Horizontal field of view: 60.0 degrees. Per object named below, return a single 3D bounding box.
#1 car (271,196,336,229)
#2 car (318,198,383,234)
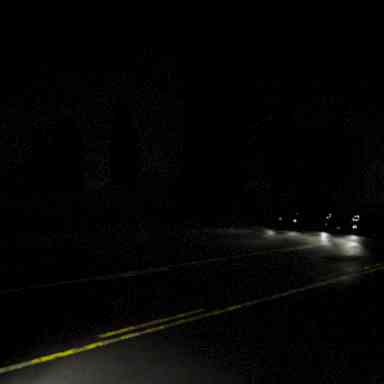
[{"bbox_3d":[7.739,1.299,22.290,5.566,2.045,2.150,0,0,-36],"label":"car"},{"bbox_3d":[9.820,1.405,19.475,4.553,1.767,2.097,0,0,-36],"label":"car"}]
